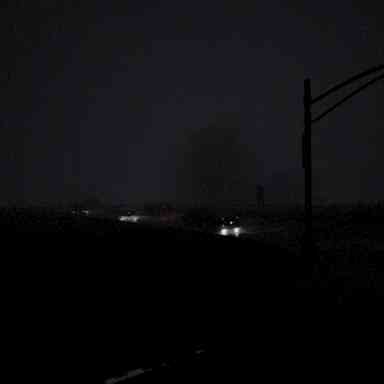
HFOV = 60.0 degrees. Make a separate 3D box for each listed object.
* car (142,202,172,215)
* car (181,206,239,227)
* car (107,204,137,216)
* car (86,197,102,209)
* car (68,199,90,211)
[{"bbox_3d":[-4.243,1.905,39.766,2.128,1.511,4.902,-1,0,-36],"label":"car"},{"bbox_3d":[1.233,1.832,25.801,2.033,1.411,5.357,-1,0,-36],"label":"car"},{"bbox_3d":[-8.326,2.111,39.122,1.895,1.301,4.718,-1,0,-36],"label":"car"},{"bbox_3d":[-17.747,1.957,58.541,2.150,2.045,5.566,-1,0,-36],"label":"car"},{"bbox_3d":[-18.659,2.299,53.672,1.837,1.490,4.892,-1,0,-36],"label":"car"}]
